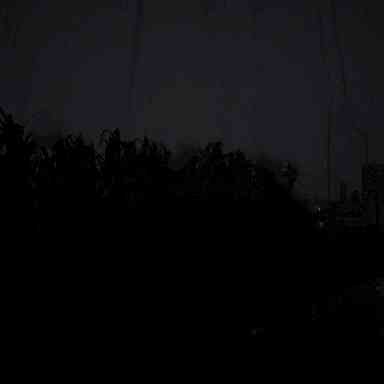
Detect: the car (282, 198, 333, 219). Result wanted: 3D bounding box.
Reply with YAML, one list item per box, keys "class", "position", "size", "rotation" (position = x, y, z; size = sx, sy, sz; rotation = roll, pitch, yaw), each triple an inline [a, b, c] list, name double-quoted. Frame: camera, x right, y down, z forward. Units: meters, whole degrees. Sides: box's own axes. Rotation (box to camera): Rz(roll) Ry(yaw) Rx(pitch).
- class: "car"
  position: [9.017, 1.291, 27.049]
  size: [2.097, 1.767, 4.553]
  rotation: [0, 0, -36]
